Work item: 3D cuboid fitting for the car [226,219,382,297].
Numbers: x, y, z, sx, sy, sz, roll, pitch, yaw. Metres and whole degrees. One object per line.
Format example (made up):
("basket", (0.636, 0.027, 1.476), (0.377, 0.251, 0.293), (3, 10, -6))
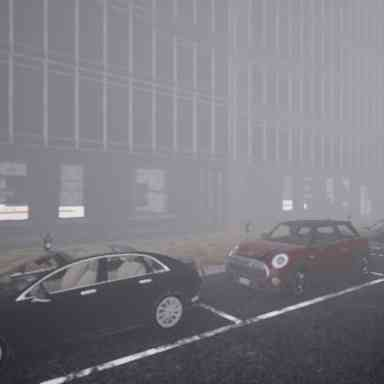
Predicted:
("car", (2.795, 1.459, 8.550), (4.097, 1.590, 1.967), (0, 0, -35))

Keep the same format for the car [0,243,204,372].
("car", (-1.841, 1.555, 5.245), (4.403, 1.369, 2.008), (0, 0, -35))

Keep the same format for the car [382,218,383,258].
("car", (7.431, 1.583, 11.853), (4.403, 1.369, 2.008), (0, 0, -35))
